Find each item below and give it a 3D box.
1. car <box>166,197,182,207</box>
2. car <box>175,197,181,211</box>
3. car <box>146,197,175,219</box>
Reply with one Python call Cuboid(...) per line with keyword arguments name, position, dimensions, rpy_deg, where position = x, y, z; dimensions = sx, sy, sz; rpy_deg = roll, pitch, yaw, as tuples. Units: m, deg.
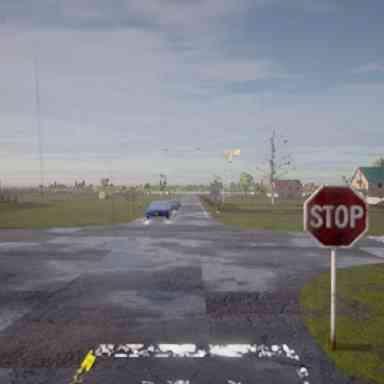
Cuboid(name="car", position=(-2.720, 1.486, 51.713), dimensions=(2.128, 1.511, 4.902), rpy_deg=(0, 0, 1))
Cuboid(name="car", position=(-2.752, 1.559, 40.872), dimensions=(1.994, 1.385, 4.181), rpy_deg=(0, 0, 0))
Cuboid(name="car", position=(-2.785, 1.474, 28.986), dimensions=(1.882, 1.535, 5.008), rpy_deg=(0, 0, 1))
